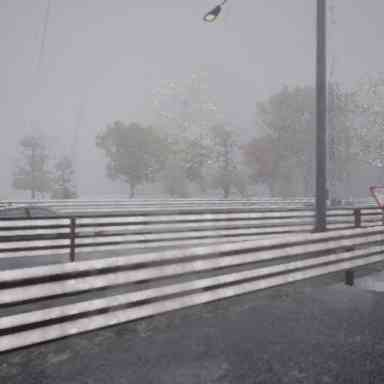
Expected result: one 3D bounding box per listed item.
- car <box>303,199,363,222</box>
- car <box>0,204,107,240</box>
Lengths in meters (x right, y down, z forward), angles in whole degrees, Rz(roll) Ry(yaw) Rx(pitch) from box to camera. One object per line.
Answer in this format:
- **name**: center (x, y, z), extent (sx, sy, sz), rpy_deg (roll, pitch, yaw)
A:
- **car**: center (10.119, 1.255, 23.615), extent (4.902, 1.511, 2.128), rpy_deg (0, 0, -25)
- **car**: center (-5.693, 1.205, 12.198), extent (5.008, 1.535, 1.882), rpy_deg (0, 0, -26)
